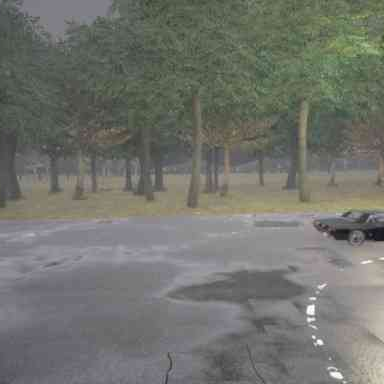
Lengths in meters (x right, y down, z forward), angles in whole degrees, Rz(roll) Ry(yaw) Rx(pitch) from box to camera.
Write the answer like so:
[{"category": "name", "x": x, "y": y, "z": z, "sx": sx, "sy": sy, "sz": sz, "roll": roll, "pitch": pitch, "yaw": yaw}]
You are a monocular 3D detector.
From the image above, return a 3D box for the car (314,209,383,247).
[{"category": "car", "x": 7.641, "y": 1.387, "z": 13.608, "sx": 4.718, "sy": 1.301, "sz": 1.895, "roll": -1, "pitch": 3, "yaw": 0}]
